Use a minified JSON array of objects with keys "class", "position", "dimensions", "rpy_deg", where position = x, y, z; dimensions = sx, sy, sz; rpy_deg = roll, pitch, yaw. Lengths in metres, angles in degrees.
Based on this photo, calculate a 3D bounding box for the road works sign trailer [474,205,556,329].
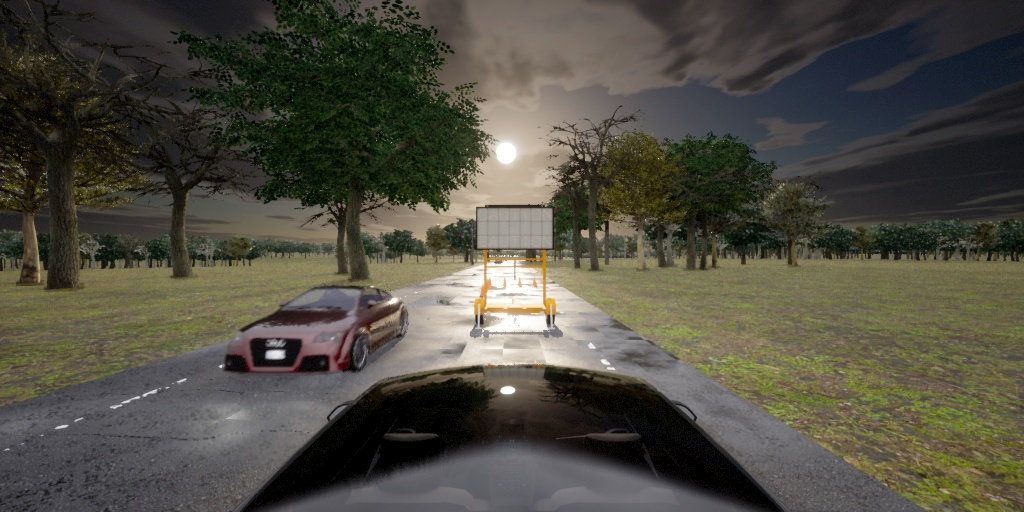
[{"class":"road works sign trailer","position":[0.089,0.211,11.181],"dimensions":[2.380,3.560,2.880],"rpy_deg":[0,0,0]}]

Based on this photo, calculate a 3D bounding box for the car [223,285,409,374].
[{"class":"car","position":[-3.597,1.312,7.443],"dimensions":[1.994,1.385,4.181],"rpy_deg":[0,0,0]}]
